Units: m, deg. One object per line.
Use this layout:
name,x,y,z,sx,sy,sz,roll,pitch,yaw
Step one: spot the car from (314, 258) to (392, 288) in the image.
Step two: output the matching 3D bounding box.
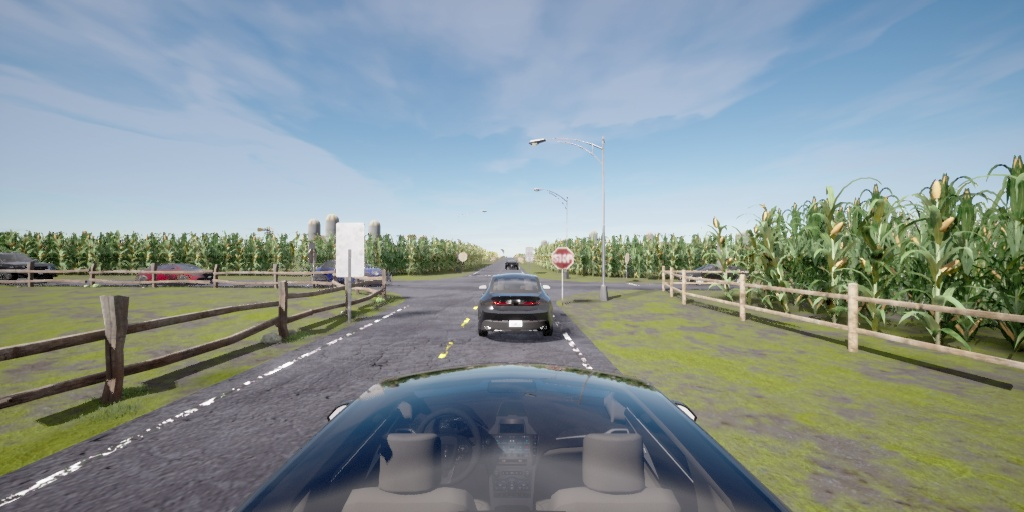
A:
car,-9.991,1.027,22.767,4.553,1.767,2.097,0,0,9

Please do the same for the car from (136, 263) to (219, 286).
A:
car,-21.810,1.179,23.491,4.181,1.385,1.994,0,-1,0

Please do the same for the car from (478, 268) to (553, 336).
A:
car,0.078,1.255,10.369,1.837,1.490,4.892,0,0,0

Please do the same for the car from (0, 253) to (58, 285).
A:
car,-33.594,0.778,23.584,5.566,2.045,2.150,0,-1,0

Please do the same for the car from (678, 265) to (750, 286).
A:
car,14.727,1.374,26.173,4.892,1.490,1.837,0,-1,0

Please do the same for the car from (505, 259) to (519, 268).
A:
car,-0.037,1.208,54.330,1.882,1.535,5.008,0,0,0
